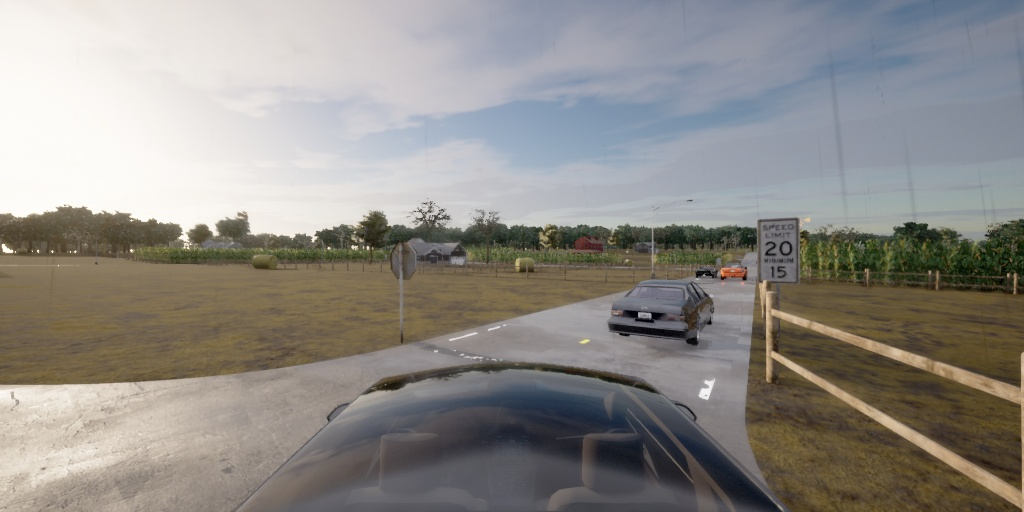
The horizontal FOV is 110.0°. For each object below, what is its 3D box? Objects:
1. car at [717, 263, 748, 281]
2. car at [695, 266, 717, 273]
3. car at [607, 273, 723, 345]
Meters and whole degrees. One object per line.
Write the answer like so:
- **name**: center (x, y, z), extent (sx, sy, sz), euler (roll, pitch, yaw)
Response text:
- **car**: center (22.291, 1.480, 35.966), extent (2.097, 1.767, 4.553), euler (0, -1, 35)
- **car**: center (21.912, 1.797, 40.374), extent (1.895, 1.301, 4.718), euler (0, -1, 34)
- **car**: center (4.280, 1.340, 9.802), extent (2.033, 1.411, 5.357), euler (0, 0, 34)
